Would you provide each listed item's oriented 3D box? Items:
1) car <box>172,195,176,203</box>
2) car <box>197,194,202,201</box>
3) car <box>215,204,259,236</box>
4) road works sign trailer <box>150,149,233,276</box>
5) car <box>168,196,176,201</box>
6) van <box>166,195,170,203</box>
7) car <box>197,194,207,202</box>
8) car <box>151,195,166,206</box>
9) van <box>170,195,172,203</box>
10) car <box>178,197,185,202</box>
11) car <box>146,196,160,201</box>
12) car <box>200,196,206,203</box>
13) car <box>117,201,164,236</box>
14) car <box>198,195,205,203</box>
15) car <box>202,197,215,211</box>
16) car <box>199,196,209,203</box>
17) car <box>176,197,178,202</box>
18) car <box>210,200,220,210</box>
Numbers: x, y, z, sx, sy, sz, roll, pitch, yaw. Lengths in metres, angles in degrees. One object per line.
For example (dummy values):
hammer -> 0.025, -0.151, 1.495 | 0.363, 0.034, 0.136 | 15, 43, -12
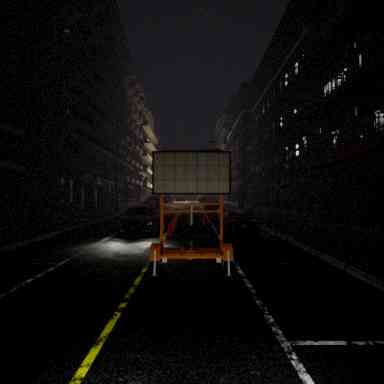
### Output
car -> -5.309, 1.501, 74.014 | 2.192, 1.841, 5.009 | 1, 0, 0
car -> 2.568, 1.706, 68.423 | 1.887, 1.381, 4.507 | 1, 0, 0
car -> 2.580, 1.565, 18.647 | 1.887, 1.381, 4.507 | 1, 0, 0
road works sign trailer -> -0.012, 0.473, 10.318 | 2.380, 3.560, 2.880 | 0, 0, 0
car -> -5.319, 1.830, 90.605 | 1.947, 1.339, 4.313 | 1, 0, 0
van -> -5.304, 1.459, 57.421 | 1.690, 1.788, 3.998 | 2, 0, 0
car -> 2.535, 1.551, 85.017 | 2.192, 1.841, 5.009 | 1, 0, 0
car -> -5.301, 1.399, 46.363 | 2.192, 1.841, 5.009 | 2, 0, 0
van -> -5.307, 1.481, 62.953 | 1.690, 1.788, 3.998 | 1, 0, 0
car -> -2.769, 1.813, 79.960 | 1.895, 1.301, 4.718 | 0, 0, 0
car -> -5.305, 1.594, 40.661 | 1.752, 1.417, 4.829 | 2, 0, 0
car -> 2.573, 1.634, 46.301 | 2.008, 1.369, 4.403 | 1, 0, 0
car -> -2.853, 1.497, 18.616 | 1.882, 1.535, 5.008 | 0, 0, 0
car -> 2.569, 1.684, 62.893 | 1.887, 1.381, 4.507 | 1, 0, 0
car -> 2.574, 1.614, 40.769 | 1.887, 1.381, 4.507 | 1, 0, 0
car -> 2.576, 1.626, 73.955 | 1.967, 1.590, 4.097 | 1, 0, 0
car -> -5.310, 1.525, 79.544 | 2.192, 1.841, 5.009 | 1, 0, 0
car -> 2.579, 1.555, 24.349 | 1.752, 1.417, 4.829 | 1, 0, 0
